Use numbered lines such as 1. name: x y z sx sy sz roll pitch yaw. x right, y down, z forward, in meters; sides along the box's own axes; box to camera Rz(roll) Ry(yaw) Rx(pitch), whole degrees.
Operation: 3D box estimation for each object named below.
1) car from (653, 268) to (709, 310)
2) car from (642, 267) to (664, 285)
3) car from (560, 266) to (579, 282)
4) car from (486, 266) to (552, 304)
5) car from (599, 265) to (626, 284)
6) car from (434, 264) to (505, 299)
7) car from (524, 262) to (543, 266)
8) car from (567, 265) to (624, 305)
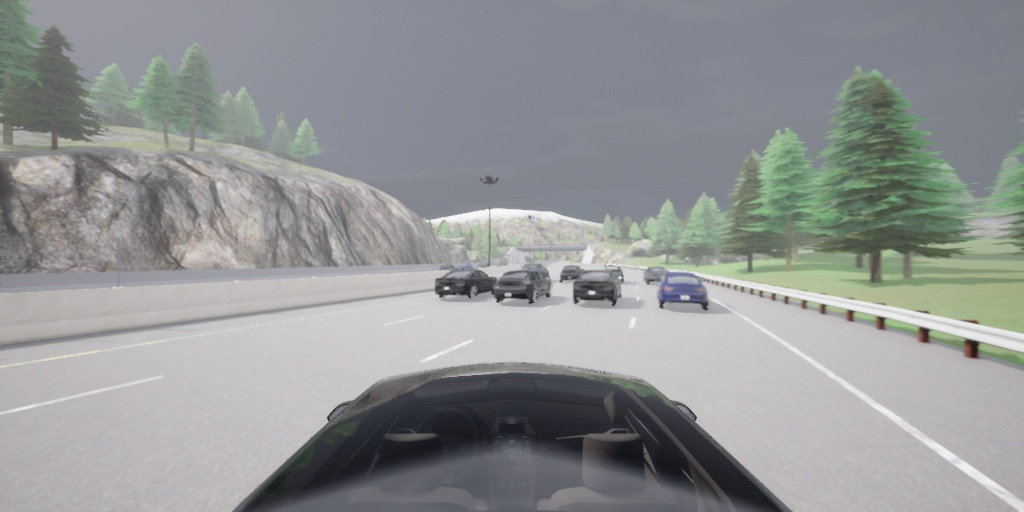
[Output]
1. car: 7.349 1.423 15.767 1.812 1.442 4.674 0 0 20
2. car: 11.972 1.598 29.826 2.033 1.411 5.357 0 -1 16
3. car: 5.526 1.602 32.765 1.837 1.490 4.892 0 0 16
4. car: 0.669 1.440 17.880 1.837 1.490 4.892 0 0 20
5. car: 8.884 1.570 31.779 2.128 1.511 4.902 0 -1 16
6. car: -2.346 1.438 19.831 1.882 1.535 5.008 0 0 20
7. car: 2.148 1.462 33.686 2.097 1.767 4.553 0 -1 16
8. car: 4.193 1.398 17.332 1.882 1.535 5.008 0 0 20
